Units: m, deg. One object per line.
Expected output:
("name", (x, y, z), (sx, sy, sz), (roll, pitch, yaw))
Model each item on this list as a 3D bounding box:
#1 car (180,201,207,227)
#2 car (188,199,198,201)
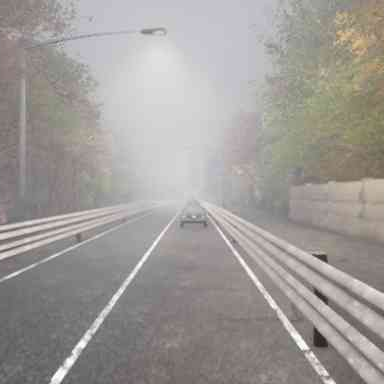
("car", (0.106, 1.627, 23.521), (2.033, 1.411, 5.357), (0, 0, 0))
("car", (0.118, 1.766, 49.415), (2.097, 1.767, 4.553), (0, -1, 0))
